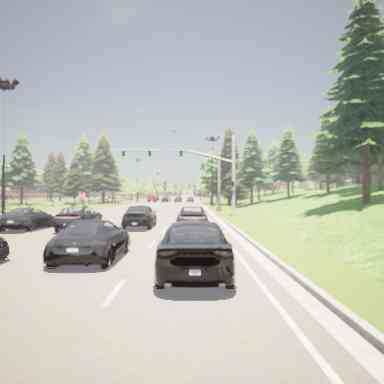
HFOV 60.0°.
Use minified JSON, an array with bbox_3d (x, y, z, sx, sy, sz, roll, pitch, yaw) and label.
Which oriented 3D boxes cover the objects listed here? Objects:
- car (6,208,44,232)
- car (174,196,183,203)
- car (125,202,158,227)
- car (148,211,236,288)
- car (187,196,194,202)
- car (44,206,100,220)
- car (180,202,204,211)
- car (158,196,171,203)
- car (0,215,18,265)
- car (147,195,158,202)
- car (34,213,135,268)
[{"bbox_3d":[-10.484,1.709,21.278,1.994,1.385,4.181,0,0,0],"label":"car"},{"bbox_3d":[-3.865,2.131,90.922,2.128,1.511,4.902,0,0,0],"label":"car"},{"bbox_3d":[-3.490,1.659,22.546,1.837,1.490,4.892,0,0,0],"label":"car"},{"bbox_3d":[0.066,1.542,9.430,1.882,1.535,5.008,0,0,0],"label":"car"},{"bbox_3d":[-0.367,2.162,91.353,1.994,1.385,4.181,0,0,0],"label":"car"},{"bbox_3d":[-6.982,1.634,20.779,2.128,1.511,4.902,0,0,0],"label":"car"},{"bbox_3d":[0.019,1.632,20.673,2.128,1.511,4.902,0,0,0],"label":"car"},{"bbox_3d":[-7.365,2.106,90.908,1.837,1.490,4.892,0,0,0],"label":"car"},{"bbox_3d":[-6.946,1.588,9.073,1.812,1.442,4.674,0,0,0],"label":"car"},{"bbox_3d":[-10.865,1.832,90.926,2.150,2.045,5.566,0,0,0],"label":"car"},{"bbox_3d":[-3.444,1.644,11.551,1.994,1.385,4.181,0,0,0],"label":"car"}]
